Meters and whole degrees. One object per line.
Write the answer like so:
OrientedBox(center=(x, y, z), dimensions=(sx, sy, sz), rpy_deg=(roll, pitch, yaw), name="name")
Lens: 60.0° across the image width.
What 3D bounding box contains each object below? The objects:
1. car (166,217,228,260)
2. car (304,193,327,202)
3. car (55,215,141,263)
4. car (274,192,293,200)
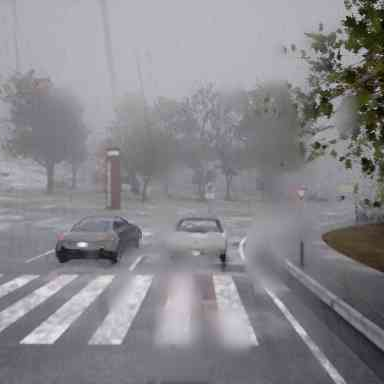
OrientedBox(center=(0.332, 1.555, 12.222), dimensions=(1.895, 1.301, 4.718), rpy_deg=(0, 0, 5), name="car")
OrientedBox(center=(20.606, 0.848, 55.606), dimensions=(1.994, 1.385, 4.181), rpy_deg=(0, 2, -15), name="car")
OrientedBox(center=(-3.133, 1.518, 11.908), dimensions=(1.994, 1.385, 4.181), rpy_deg=(0, 1, 4), name="car")
OrientedBox(center=(16.008, 0.740, 59.292), dimensions=(1.994, 1.385, 4.181), rpy_deg=(-1, 2, -23), name="car")
